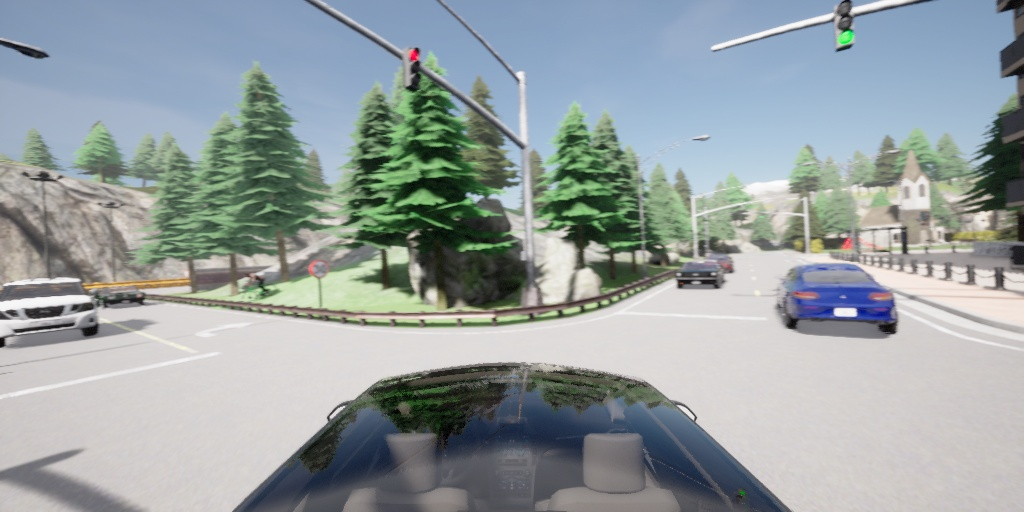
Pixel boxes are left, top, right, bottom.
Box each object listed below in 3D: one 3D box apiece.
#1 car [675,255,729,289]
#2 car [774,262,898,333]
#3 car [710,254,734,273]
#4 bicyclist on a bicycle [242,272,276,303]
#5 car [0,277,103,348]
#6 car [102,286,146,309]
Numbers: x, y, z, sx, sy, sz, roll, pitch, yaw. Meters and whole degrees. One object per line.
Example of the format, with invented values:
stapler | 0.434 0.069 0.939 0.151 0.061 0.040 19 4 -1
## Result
car | 9.697 0.860 18.356 1.895 1.301 4.718 -3 0 34
car | 7.867 0.884 9.022 1.812 1.442 4.674 -3 0 34
car | 15.280 0.528 26.617 1.994 1.385 4.181 -3 0 34
bicyclist on a bicycle | -13.612 1.586 19.078 0.582 1.620 1.656 2 21 33
car | -16.512 1.826 12.711 5.566 2.045 2.150 -3 0 38
car | -26.372 2.709 24.046 4.718 1.301 1.895 -3 0 35
